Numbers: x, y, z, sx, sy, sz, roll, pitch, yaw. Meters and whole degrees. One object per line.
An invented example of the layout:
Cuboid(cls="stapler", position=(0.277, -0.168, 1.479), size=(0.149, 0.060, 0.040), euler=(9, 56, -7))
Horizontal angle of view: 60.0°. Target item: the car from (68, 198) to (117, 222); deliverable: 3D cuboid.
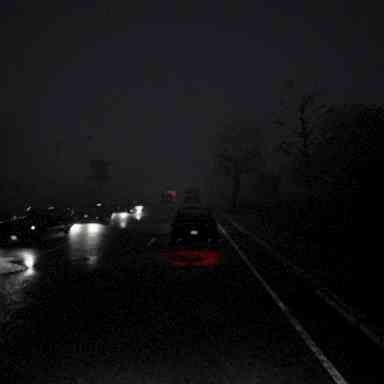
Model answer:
Cuboid(cls="car", position=(-7.139, 1.415, 24.329), size=(1.994, 1.385, 4.181), euler=(0, 0, -1))

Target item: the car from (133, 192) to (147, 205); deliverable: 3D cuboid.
Cuboid(cls="car", position=(-7.104, 0.859, 44.151), size=(2.128, 1.511, 4.902), euler=(0, 3, 0))

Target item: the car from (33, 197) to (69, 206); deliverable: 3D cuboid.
Cuboid(cls="car", position=(-10.630, 1.197, 25.152), size=(2.097, 1.767, 4.553), euler=(0, 0, 0))

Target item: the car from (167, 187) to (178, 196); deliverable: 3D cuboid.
Cuboid(cls="car", position=(-3.575, -0.009, 56.820), size=(2.097, 1.767, 4.553), euler=(0, 3, 0))

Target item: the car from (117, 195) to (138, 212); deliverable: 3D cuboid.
Cuboid(cls="car", position=(-7.135, 1.324, 34.302), size=(1.994, 1.385, 4.181), euler=(0, 1, 0))

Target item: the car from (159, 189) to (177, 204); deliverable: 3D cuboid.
Cuboid(cls="car", position=(-3.562, 0.786, 46.442), size=(2.033, 1.411, 5.357), euler=(0, 3, 0))

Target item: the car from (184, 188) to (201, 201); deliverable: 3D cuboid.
Cuboid(cls="car", position=(0.038, 0.455, 46.529), size=(2.150, 2.045, 5.566), euler=(0, 3, 0))

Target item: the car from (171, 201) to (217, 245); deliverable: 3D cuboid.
Cuboid(cls="car", position=(0.079, 1.384, 15.174), size=(1.882, 1.535, 5.008), euler=(0, 0, 0))

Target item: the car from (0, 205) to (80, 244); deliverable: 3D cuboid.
Cuboid(cls="car", position=(-7.121, 1.505, 15.518), size=(1.895, 1.301, 4.718), euler=(0, 0, 0))

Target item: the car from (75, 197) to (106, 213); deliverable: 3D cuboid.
Cuboid(cls="car", position=(-10.635, 1.306, 35.105), size=(1.994, 1.385, 4.181), euler=(0, 1, 0))
